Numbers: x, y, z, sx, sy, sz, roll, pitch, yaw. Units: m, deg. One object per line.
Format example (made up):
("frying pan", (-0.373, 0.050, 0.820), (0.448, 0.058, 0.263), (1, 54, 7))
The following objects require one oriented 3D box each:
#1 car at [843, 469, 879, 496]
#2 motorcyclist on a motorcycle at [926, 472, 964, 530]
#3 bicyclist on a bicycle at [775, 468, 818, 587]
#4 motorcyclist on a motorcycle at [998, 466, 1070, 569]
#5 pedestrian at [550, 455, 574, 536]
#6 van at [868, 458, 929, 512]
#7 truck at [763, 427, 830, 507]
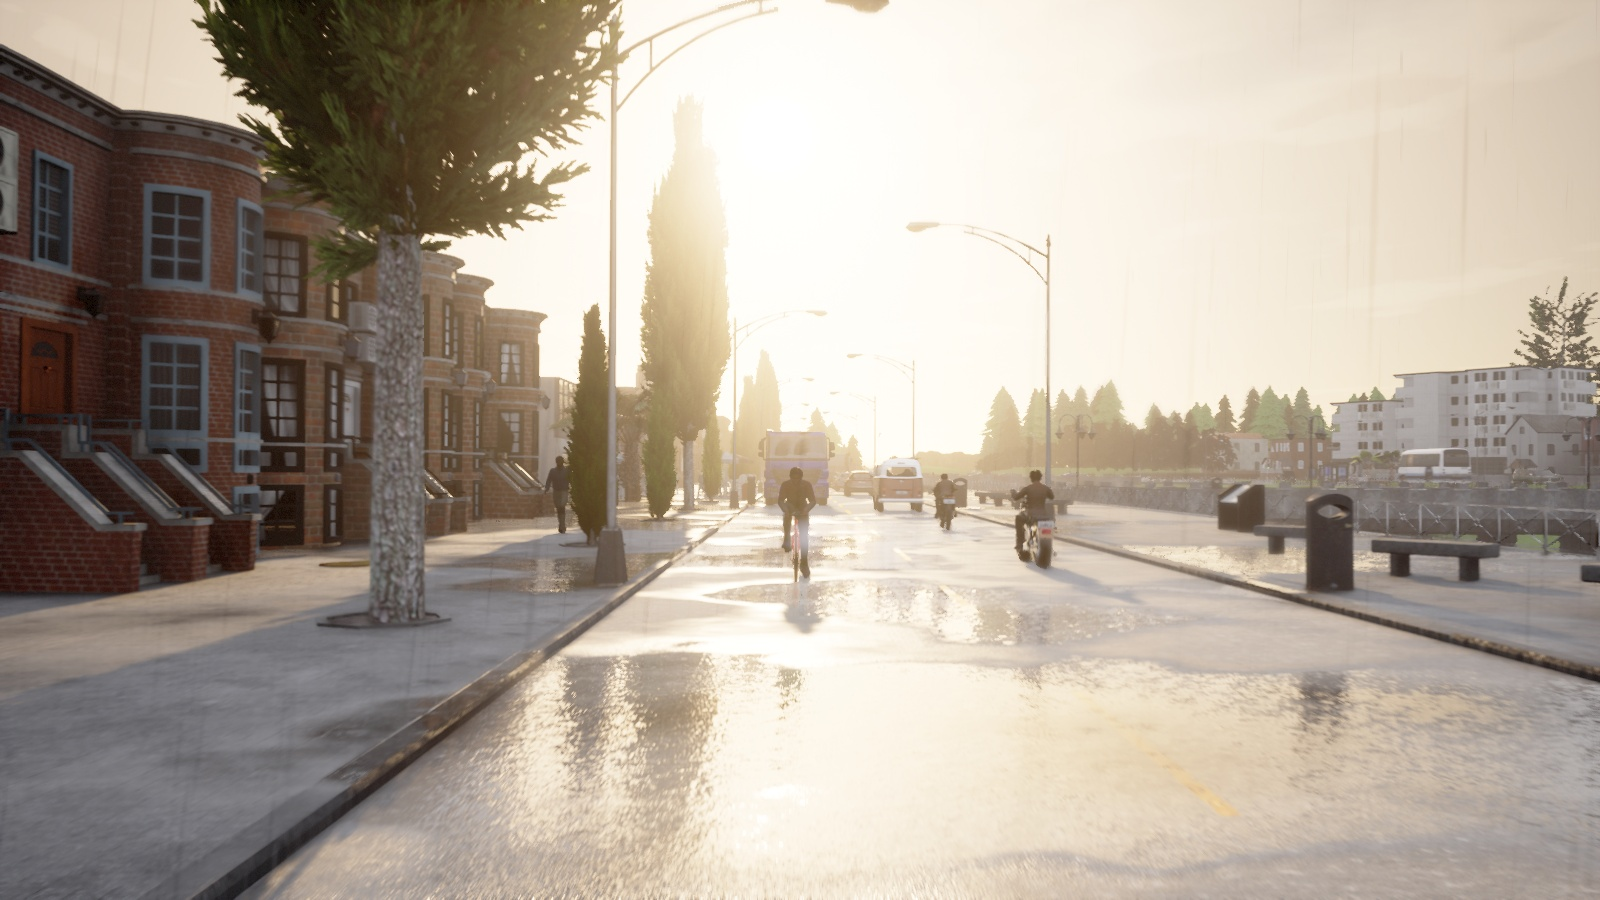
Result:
("car", (3.793, 2.057, 79.308), (2.033, 1.649, 4.856), (0, -1, 0))
("motorcyclist on a motorcycle", (3.911, 1.350, 33.992), (0.797, 1.523, 2.044), (0, -1, 0))
("bicyclist on a bicycle", (-0.047, 1.069, 18.025), (0.582, 1.620, 1.656), (0, -1, 0))
("motorcyclist on a motorcycle", (3.943, 1.107, 21.344), (0.766, 1.649, 2.350), (0, -1, 0))
("pedestrian", (-5.434, 1.027, 28.694), (0.370, 1.835, 0.726), (0, -1, 3))
("van", (3.868, 1.361, 50.065), (2.069, 2.038, 4.480), (0, -1, 0))
("truck", (-0.156, 0.816, 58.721), (2.891, 3.462, 7.936), (0, -1, 0))
